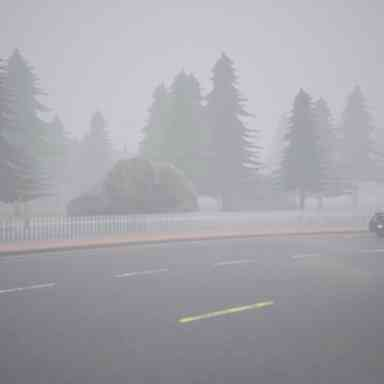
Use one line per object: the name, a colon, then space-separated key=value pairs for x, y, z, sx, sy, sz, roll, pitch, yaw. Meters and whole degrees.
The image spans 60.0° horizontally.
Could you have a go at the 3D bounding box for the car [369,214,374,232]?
car: x=11.091 y=1.195 z=15.323 sx=5.566 sy=2.045 sz=2.150 roll=0 pitch=0 yaw=-10

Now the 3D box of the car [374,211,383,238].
car: x=9.512 y=1.205 z=11.426 sx=5.566 sy=2.045 sz=2.150 roll=0 pitch=0 yaw=-14
